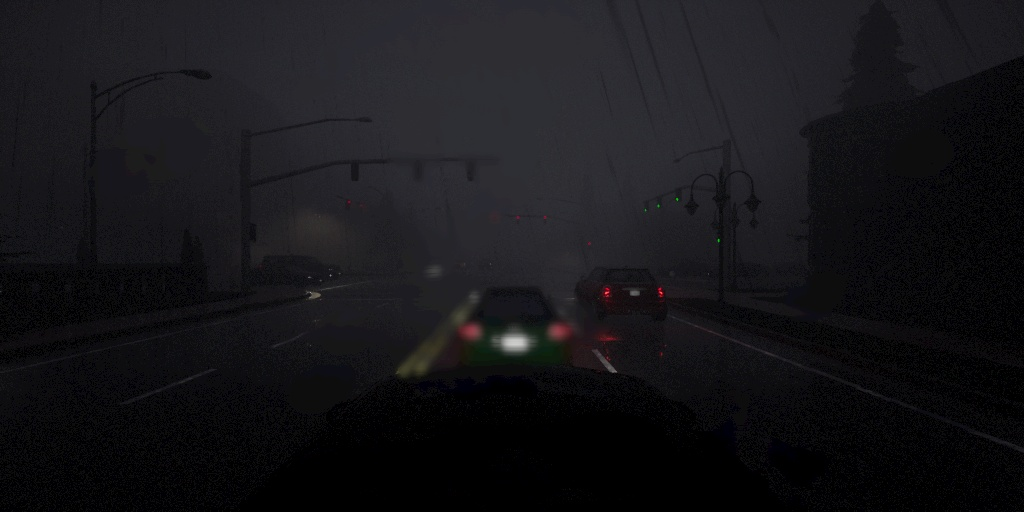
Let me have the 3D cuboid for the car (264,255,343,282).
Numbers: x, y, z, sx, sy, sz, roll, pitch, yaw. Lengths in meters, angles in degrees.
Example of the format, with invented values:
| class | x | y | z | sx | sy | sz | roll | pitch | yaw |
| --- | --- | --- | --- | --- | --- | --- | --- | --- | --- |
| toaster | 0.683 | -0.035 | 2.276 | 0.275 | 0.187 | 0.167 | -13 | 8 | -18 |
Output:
| class | x | y | z | sx | sy | sz | roll | pitch | yaw |
| --- | --- | --- | --- | --- | --- | --- | --- | --- | --- |
| car | -15.770 | 0.971 | 26.939 | 5.566 | 2.045 | 2.150 | 0 | 0 | -2 |

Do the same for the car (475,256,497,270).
| class | x | y | z | sx | sy | sz | roll | pitch | yaw |
| --- | --- | --- | --- | --- | --- | --- | --- | --- | --- |
| car | -3.605 | 1.102 | 50.733 | 2.097 | 1.767 | 4.553 | 0 | 0 | 0 |

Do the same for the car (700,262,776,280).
| class | x | y | z | sx | sy | sz | roll | pitch | yaw |
| --- | --- | --- | --- | --- | --- | --- | --- | --- | --- |
| car | 18.948 | 1.255 | 30.197 | 4.892 | 1.490 | 1.837 | 0 | 0 | -1 |

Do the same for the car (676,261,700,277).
| class | x | y | z | sx | sy | sz | roll | pitch | yaw |
| --- | --- | --- | --- | --- | --- | --- | --- | --- | --- |
| car | 16.186 | 1.228 | 33.636 | 5.008 | 1.535 | 1.882 | 0 | 0 | -2 |

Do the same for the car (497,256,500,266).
| class | x | y | z | sx | sy | sz | roll | pitch | yaw |
| --- | --- | --- | --- | --- | --- | --- | --- | --- | --- |
| car | -3.595 | 1.241 | 59.777 | 2.128 | 1.511 | 4.902 | 0 | 0 | 0 |

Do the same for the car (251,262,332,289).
| class | x | y | z | sx | sy | sz | roll | pitch | yaw |
| --- | --- | --- | --- | --- | --- | --- | --- | --- | --- |
| car | -14.431 | 1.276 | 22.933 | 4.674 | 1.442 | 1.812 | 0 | 0 | 6 |

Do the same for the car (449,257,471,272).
| class | x | y | z | sx | sy | sz | roll | pitch | yaw |
| --- | --- | --- | --- | --- | --- | --- | --- | --- | --- |
| car | -7.110 | 1.227 | 47.797 | 1.882 | 1.535 | 5.008 | 0 | 0 | 0 |

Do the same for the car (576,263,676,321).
| class | x | y | z | sx | sy | sz | roll | pitch | yaw |
| --- | --- | --- | --- | --- | --- | --- | --- | --- | --- |
| car | 3.579 | 1.102 | 12.570 | 2.097 | 1.767 | 4.553 | 0 | 0 | 0 |

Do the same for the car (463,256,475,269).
| class | x | y | z | sx | sy | sz | roll | pitch | yaw |
| --- | --- | --- | --- | --- | --- | --- | --- | --- | --- |
| car | -7.101 | 1.241 | 57.223 | 2.128 | 1.511 | 4.902 | 0 | 0 | 0 |

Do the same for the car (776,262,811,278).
| class | x | y | z | sx | sy | sz | roll | pitch | yaw |
| --- | --- | --- | --- | --- | --- | --- | --- | --- | --- |
| car | 25.615 | 1.276 | 33.909 | 4.674 | 1.442 | 1.812 | 0 | 0 | -4 |

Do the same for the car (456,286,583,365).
| class | x | y | z | sx | sy | sz | roll | pitch | yaw |
| --- | --- | --- | --- | --- | --- | --- | --- | --- | --- |
| car | 0.063 | 1.314 | 7.558 | 1.994 | 1.385 | 4.181 | 0 | 0 | 0 |
